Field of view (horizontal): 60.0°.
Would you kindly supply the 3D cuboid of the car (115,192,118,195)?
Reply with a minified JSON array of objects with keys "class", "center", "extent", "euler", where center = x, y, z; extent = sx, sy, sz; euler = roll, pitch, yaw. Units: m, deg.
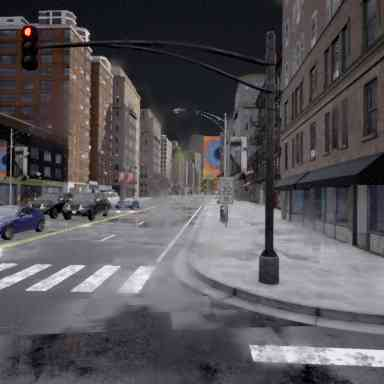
[{"class":"car","center":[-10.641,1.044,41.139],"extent":[2.150,2.045,5.566],"euler":[1,0,4]}]

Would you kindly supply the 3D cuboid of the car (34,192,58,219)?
[{"class":"car","center":[-11.513,1.057,27.592],"extent":[2.150,2.045,5.566],"euler":[1,0,4]}]

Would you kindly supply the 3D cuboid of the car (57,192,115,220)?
[{"class":"car","center":[-8.320,1.091,26.731],"extent":[2.150,2.045,5.566],"euler":[1,0,4]}]

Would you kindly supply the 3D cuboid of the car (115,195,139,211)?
[{"class":"car","center":[-7.499,1.380,39.450],"extent":[1.812,1.442,4.674],"euler":[1,0,4]}]

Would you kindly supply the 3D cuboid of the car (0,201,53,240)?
[{"class":"car","center":[-8.964,1.413,16.460],"extent":[1.812,1.442,4.674],"euler":[1,0,2]}]
